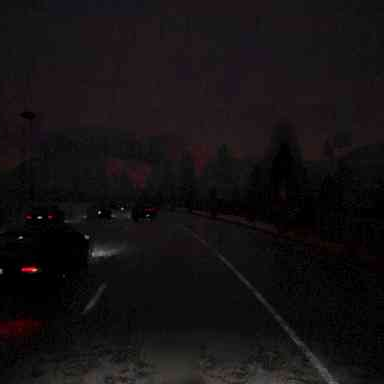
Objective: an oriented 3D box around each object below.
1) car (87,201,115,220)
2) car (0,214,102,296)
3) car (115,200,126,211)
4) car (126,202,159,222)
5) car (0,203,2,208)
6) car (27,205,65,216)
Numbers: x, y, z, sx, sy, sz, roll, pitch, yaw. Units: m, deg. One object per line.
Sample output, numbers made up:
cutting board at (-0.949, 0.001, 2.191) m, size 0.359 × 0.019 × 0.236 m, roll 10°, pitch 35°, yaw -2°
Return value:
car at (-8.097, 1.634, 28.890) m, size 1.994 × 1.385 × 4.181 m, roll 0°, pitch 0°, yaw -17°
car at (-3.980, 1.566, 8.828) m, size 2.033 × 1.411 × 5.357 m, roll 0°, pitch 0°, yaw -6°
car at (-9.220, 1.710, 41.916) m, size 1.895 × 1.301 × 4.718 m, roll 0°, pitch 0°, yaw -23°
car at (-3.889, 1.538, 26.931) m, size 2.128 × 1.511 × 4.902 m, roll 0°, pitch 0°, yaw -15°
car at (-24.057, 1.719, 40.147) m, size 1.812 × 1.442 × 4.674 m, roll 0°, pitch 0°, yaw -27°
car at (-9.924, 1.611, 22.745) m, size 2.033 × 1.411 × 5.357 m, roll 0°, pitch 0°, yaw -14°
